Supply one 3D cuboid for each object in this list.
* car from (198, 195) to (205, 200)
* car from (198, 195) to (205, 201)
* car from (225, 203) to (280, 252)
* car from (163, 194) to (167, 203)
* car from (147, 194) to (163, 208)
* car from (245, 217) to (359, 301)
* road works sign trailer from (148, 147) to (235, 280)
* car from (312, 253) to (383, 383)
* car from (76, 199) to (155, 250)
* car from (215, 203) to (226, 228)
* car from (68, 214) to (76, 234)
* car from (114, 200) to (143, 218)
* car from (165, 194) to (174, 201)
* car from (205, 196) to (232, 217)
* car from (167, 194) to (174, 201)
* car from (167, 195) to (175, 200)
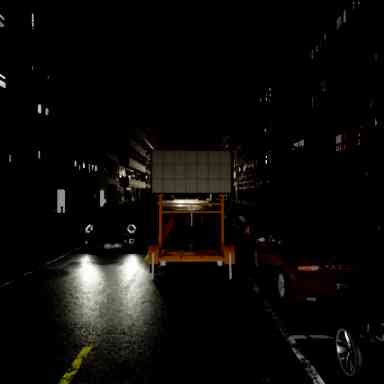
[{"bbox_3d":[2.563,1.513,92.686,1.887,1.381,4.507,0,0,0],"label":"car"},{"bbox_3d":[2.578,1.500,81.584,1.752,1.417,4.829,0,0,0],"label":"car"},{"bbox_3d":[2.674,1.440,13.777,1.967,1.590,4.097,0,0,0],"label":"car"},{"bbox_3d":[-5.761,1.303,53.224,2.192,1.841,5.009,0,0,0],"label":"car"},{"bbox_3d":[-5.755,1.431,47.588,1.967,1.590,4.097,0,0,0],"label":"car"},{"bbox_3d":[2.682,1.545,8.140,1.887,1.381,4.507,0,0,0],"label":"car"},{"bbox_3d":[-0.013,0.464,9.906,2.380,3.560,2.880,0,0,0],"label":"road works sign trailer"},{"bbox_3d":[2.689,1.566,2.504,1.947,1.339,4.313,0,0,0],"label":"car"},{"bbox_3d":[-3.019,1.352,14.186,2.097,1.767,4.553,0,0,0],"label":"car"},{"bbox_3d":[2.666,1.550,19.413,2.008,1.369,4.403,0,0,0],"label":"car"},{"bbox_3d":[-5.715,1.565,19.404,1.947,1.339,4.313,0,0,0],"label":"car"},{"bbox_3d":[-5.731,1.522,30.507,1.752,1.417,4.829,0,0,0],"label":"car"},{"bbox_3d":[-5.810,1.412,87.041,1.967,1.590,4.097,0,0,0],"label":"car"},{"bbox_3d":[2.651,1.311,30.686,2.192,1.841,5.009,0,0,0],"label":"car"},{"bbox_3d":[-5.801,1.290,81.406,2.192,1.841,5.009,0,0,0],"label":"car"},{"bbox_3d":[-5.818,1.513,92.679,1.887,1.381,4.507,0,0,0],"label":"car"}]
